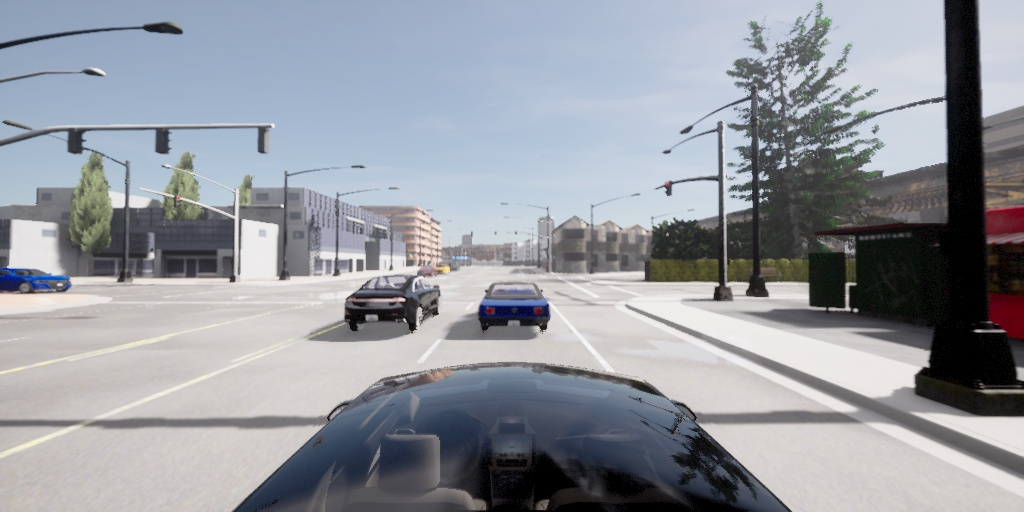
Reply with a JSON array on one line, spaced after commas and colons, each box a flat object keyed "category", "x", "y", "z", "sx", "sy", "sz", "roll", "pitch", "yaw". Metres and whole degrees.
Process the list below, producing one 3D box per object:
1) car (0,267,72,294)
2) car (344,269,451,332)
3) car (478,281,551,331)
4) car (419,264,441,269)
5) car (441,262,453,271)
[{"category": "car", "x": -29.585, "y": 1.448, "z": 21.516, "sx": 5.008, "sy": 1.535, "sz": 1.882, "roll": 0, "pitch": -1, "yaw": 0}, {"category": "car", "x": -3.456, "y": 1.331, "z": 11.229, "sx": 2.128, "sy": 1.511, "sz": 4.902, "roll": 0, "pitch": -1, "yaw": 0}, {"category": "car", "x": 0.061, "y": 1.440, "z": 11.286, "sx": 1.895, "sy": 1.301, "sz": 4.718, "roll": 0, "pitch": -1, "yaw": 0}, {"category": "car", "x": -10.716, "y": 1.930, "z": 45.448, "sx": 1.812, "sy": 1.442, "sz": 4.674, "roll": 0, "pitch": -1, "yaw": 0}, {"category": "car", "x": -10.738, "y": 2.003, "z": 54.966, "sx": 1.882, "sy": 1.535, "sz": 5.008, "roll": 0, "pitch": 0, "yaw": 0}]
